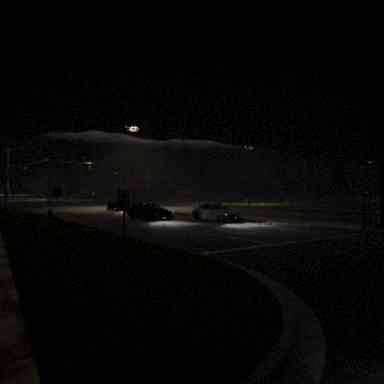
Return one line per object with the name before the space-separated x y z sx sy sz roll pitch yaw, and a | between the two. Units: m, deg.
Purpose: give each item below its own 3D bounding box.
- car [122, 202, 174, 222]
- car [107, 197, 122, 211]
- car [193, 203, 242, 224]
car | -3.616 1.619 27.863 2.033 1.411 5.357 0 0 -35
car | -8.967 1.473 41.731 2.097 1.767 4.553 0 0 -35
car | 1.858 1.615 26.182 1.812 1.442 4.674 0 0 -35
